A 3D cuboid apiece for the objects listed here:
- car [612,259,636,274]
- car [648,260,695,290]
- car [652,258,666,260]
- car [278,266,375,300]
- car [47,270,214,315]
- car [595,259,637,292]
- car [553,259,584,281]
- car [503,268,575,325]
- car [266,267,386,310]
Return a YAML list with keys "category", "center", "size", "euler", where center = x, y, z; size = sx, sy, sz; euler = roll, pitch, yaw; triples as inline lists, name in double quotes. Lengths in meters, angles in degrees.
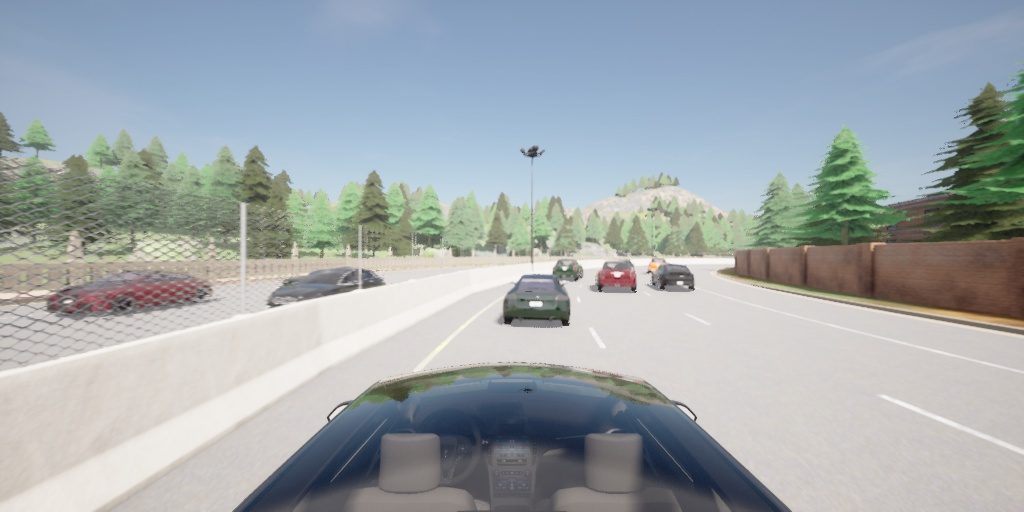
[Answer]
- category: "car"
  center: [12.623, 1.157, 40.218]
  size: [1.837, 1.490, 4.892]
  euler: [0, 0, 25]
- category: "car"
  center: [9.876, 1.221, 22.224]
  size: [1.837, 1.490, 4.892]
  euler: [0, 1, 13]
- category: "car"
  center: [16.342, 1.024, 39.814]
  size: [2.097, 1.767, 4.553]
  euler: [0, 0, 26]
- category: "car"
  center: [-9.052, 1.237, 18.069]
  size: [1.895, 1.301, 4.718]
  euler: [0, 0, 10]
- category: "car"
  center: [-13.278, 1.201, 12.877]
  size: [1.994, 1.385, 4.181]
  euler: [0, 0, 6]
- category: "car"
  center: [6.096, 1.050, 21.351]
  size: [2.097, 1.767, 4.553]
  euler: [0, 0, 12]
- category: "car"
  center: [4.638, 1.009, 29.386]
  size: [2.097, 1.767, 4.553]
  euler: [0, 0, 17]
- category: "car"
  center: [0.876, 1.276, 11.808]
  size: [1.994, 1.385, 4.181]
  euler: [0, 0, 6]
- category: "car"
  center: [-6.271, 1.177, 12.746]
  size: [1.837, 1.490, 4.892]
  euler: [0, 0, 7]
